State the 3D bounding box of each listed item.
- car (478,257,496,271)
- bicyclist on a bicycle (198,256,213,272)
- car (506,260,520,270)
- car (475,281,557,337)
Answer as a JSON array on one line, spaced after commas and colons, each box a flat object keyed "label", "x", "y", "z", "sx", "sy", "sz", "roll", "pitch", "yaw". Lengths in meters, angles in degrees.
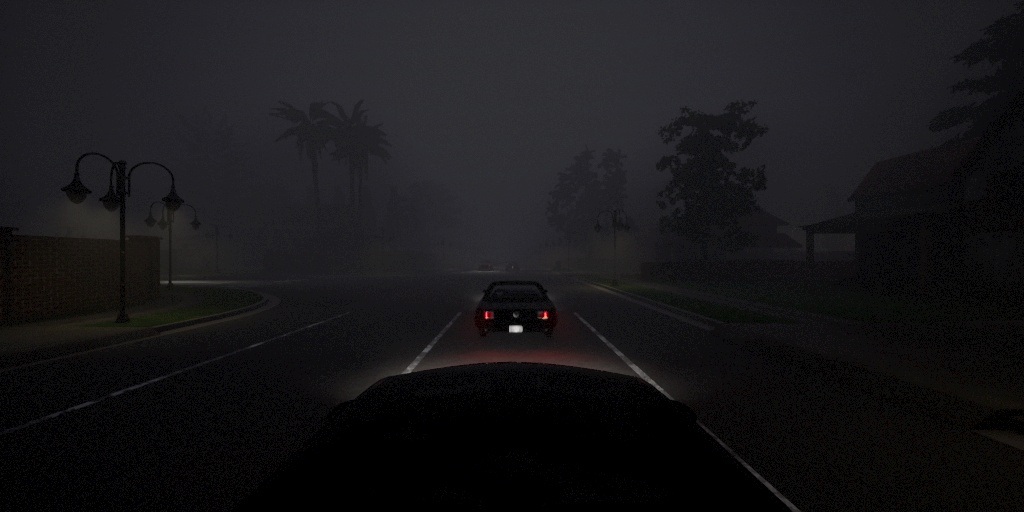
[{"label": "car", "x": -3.589, "y": 1.227, "z": 49.517, "sx": 1.882, "sy": 1.535, "sz": 5.008, "roll": 0, "pitch": 0, "yaw": 0}, {"label": "bicyclist on a bicycle", "x": -30.590, "y": 0.834, "z": 35.794, "sx": 0.582, "sy": 1.620, "sz": 1.656, "roll": 0, "pitch": 0, "yaw": 0}, {"label": "car", "x": 0.091, "y": 1.275, "z": 51.772, "sx": 1.812, "sy": 1.442, "sz": 4.674, "roll": 0, "pitch": 0, "yaw": 0}, {"label": "car", "x": 0.094, "y": 1.351, "z": 10.261, "sx": 1.895, "sy": 1.301, "sz": 4.718, "roll": 0, "pitch": 0, "yaw": 0}]
